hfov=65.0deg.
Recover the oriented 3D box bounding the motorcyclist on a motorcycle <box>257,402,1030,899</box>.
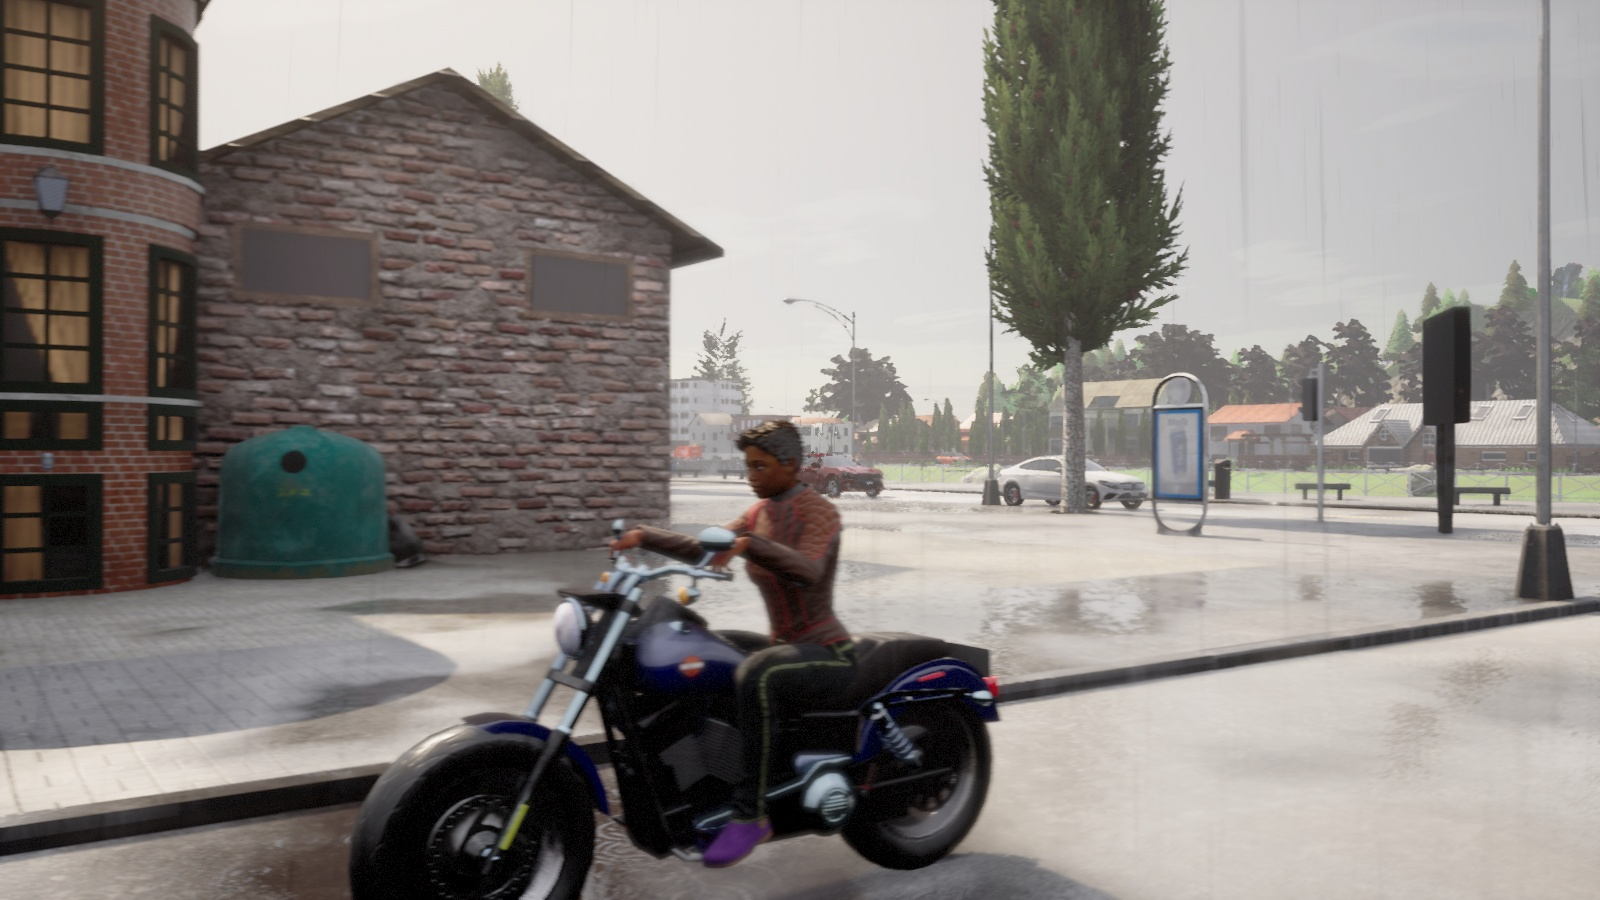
[{"bbox_3d":[-0.389,0.706,3.998,2.350,1.649,0.766,0,0,-35],"label":"motorcyclist on a motorcycle"}]

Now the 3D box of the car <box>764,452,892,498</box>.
[{"bbox_3d":[0.911,0.828,43.853,1.882,1.535,5.008,0,0,-35],"label":"car"}]

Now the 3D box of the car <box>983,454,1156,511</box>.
[{"bbox_3d":[7.343,0.840,34.621,1.812,1.442,4.674,0,0,-35],"label":"car"}]
